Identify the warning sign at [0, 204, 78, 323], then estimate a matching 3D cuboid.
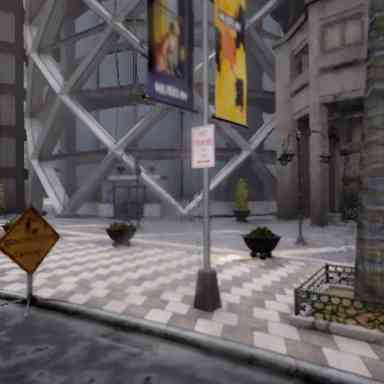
[{"bbox_3d":[-2.999,1.174,6.157,1.060,1.860,1.300,-1,0,28],"label":"warning sign"}]
